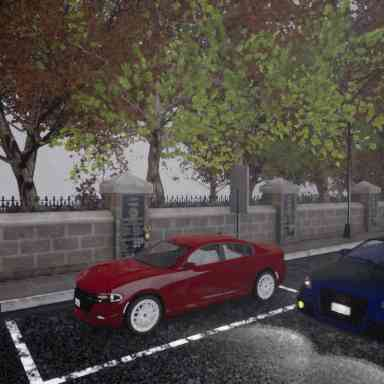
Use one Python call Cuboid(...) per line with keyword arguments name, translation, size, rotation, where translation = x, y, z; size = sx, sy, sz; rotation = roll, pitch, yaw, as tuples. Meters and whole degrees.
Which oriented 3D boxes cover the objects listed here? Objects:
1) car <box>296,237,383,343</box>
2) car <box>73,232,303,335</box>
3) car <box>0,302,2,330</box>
Cuboid(name="car", translation=(3.842, 1.565, 6.127), size=(4.181, 1.385, 1.994), rotation=(0, 0, -36))
Cuboid(name="car", translation=(-0.027, 1.545, 6.702), size=(4.507, 1.381, 1.887), rotation=(0, 0, -36))
Cuboid(name="car", translation=(-4.504, 1.551, 3.439), size=(4.403, 1.369, 2.008), rotation=(0, 0, -36))
